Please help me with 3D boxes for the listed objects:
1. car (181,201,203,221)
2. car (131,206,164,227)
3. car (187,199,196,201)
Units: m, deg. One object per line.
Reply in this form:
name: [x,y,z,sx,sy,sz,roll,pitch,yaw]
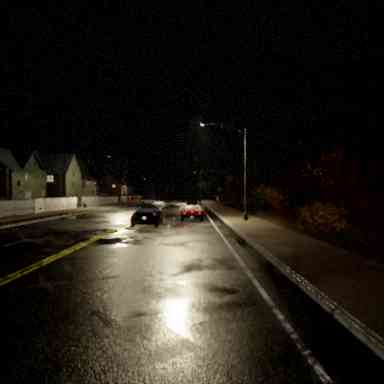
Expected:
car: [0.026,1.769,29.331,1.895,1.301,4.718,0,0,1]
car: [-3.161,1.706,24.022,1.994,1.385,4.181,0,0,0]
car: [-0.025,1.812,54.545,1.812,1.442,4.674,0,0,0]
